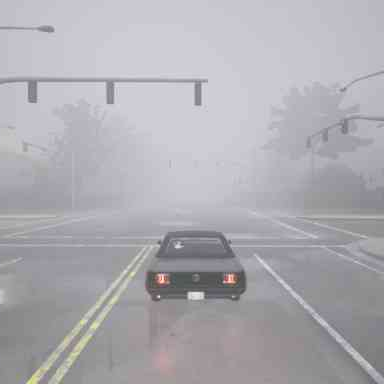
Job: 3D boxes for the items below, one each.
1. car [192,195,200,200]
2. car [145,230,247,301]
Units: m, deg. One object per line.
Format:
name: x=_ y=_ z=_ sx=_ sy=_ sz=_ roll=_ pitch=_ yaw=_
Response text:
car: x=1.190 y=1.521 z=93.834 sx=1.812 sy=1.442 sz=4.674 roll=0 pitch=0 yaw=1
car: x=0.065 y=1.601 z=8.280 sx=1.895 sy=1.301 sz=4.718 roll=0 pitch=0 yaw=0
